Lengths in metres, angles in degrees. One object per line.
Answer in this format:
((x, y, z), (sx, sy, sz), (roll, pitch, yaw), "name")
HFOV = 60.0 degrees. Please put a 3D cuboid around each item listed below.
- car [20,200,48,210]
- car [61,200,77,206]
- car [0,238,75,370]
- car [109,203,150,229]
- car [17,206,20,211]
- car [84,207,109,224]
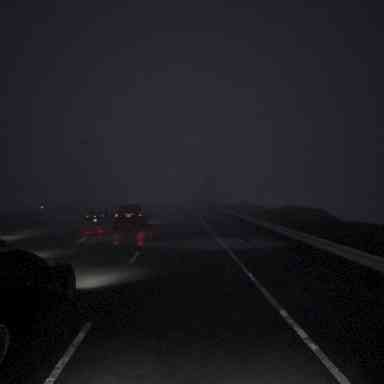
((-26.680, 2.687, 56.639), (1.837, 1.490, 4.892), (-2, 1, -2), "car")
((-23.464, 2.451, 63.583), (2.097, 1.767, 4.553), (-2, 0, -2), "car")
((-3.489, 1.675, 5.618), (1.812, 1.442, 4.674), (-2, 0, -2), "car")
((-4.239, 1.595, 23.895), (2.097, 1.767, 4.553), (-2, 0, -2), "car")
((-34.159, 3.097, 68.553), (1.895, 1.301, 4.718), (-2, 0, -2), "car")
((-7.947, 2.000, 29.225), (1.895, 1.301, 4.718), (-2, 0, -2), "car")
